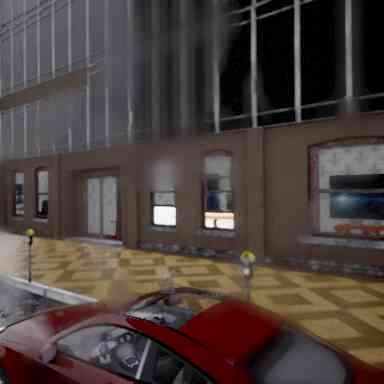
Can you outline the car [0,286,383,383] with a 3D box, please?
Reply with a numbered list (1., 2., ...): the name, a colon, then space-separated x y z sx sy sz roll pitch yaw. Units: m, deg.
1. car: -0.311 1.600 3.096 4.206 1.307 1.802 -1 0 36
